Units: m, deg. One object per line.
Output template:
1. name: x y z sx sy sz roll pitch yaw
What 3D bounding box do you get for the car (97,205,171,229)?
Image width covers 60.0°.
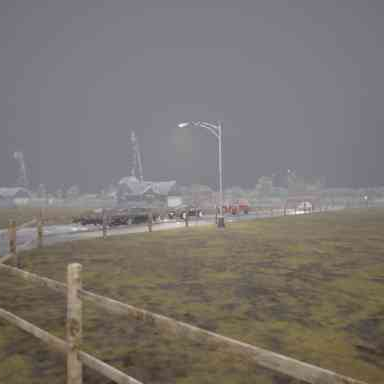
1. car: -4.021 1.739 23.814 1.837 1.490 4.892 -2 -2 37

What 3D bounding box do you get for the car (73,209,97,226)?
1. car: -6.648 1.884 26.309 2.033 1.411 5.357 -2 -2 36

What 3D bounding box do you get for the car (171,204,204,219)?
1. car: -0.626 2.013 34.723 1.837 1.490 4.892 -2 -2 36

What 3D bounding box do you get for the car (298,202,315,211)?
1. car: 19.406 2.456 56.360 1.812 1.442 4.674 -2 -2 36

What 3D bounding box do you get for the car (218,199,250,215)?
1. car: 5.568 1.912 43.383 2.150 2.045 5.566 -2 -2 36
